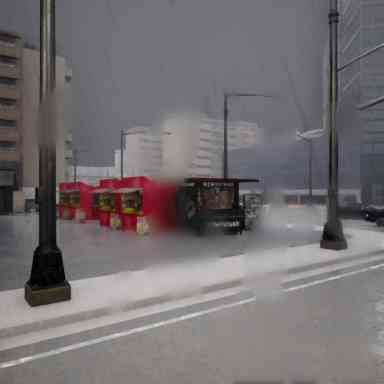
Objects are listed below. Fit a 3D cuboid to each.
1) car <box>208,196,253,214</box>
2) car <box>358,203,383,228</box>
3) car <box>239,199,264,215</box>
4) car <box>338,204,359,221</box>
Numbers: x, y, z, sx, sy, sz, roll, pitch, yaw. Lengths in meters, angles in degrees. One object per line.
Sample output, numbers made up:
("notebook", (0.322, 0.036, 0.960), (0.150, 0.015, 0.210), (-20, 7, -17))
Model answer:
("car", (4.505, 1.500, 39.714), (2.150, 2.045, 5.566), (0, -1, -37))
("car", (13.732, 1.593, 20.828), (2.033, 1.411, 5.357), (0, 0, -33))
("car", (4.938, 1.676, 33.153), (1.882, 1.535, 5.008), (0, -1, -36))
("car", (13.987, 1.630, 26.653), (2.033, 1.411, 5.357), (0, -1, -37))
